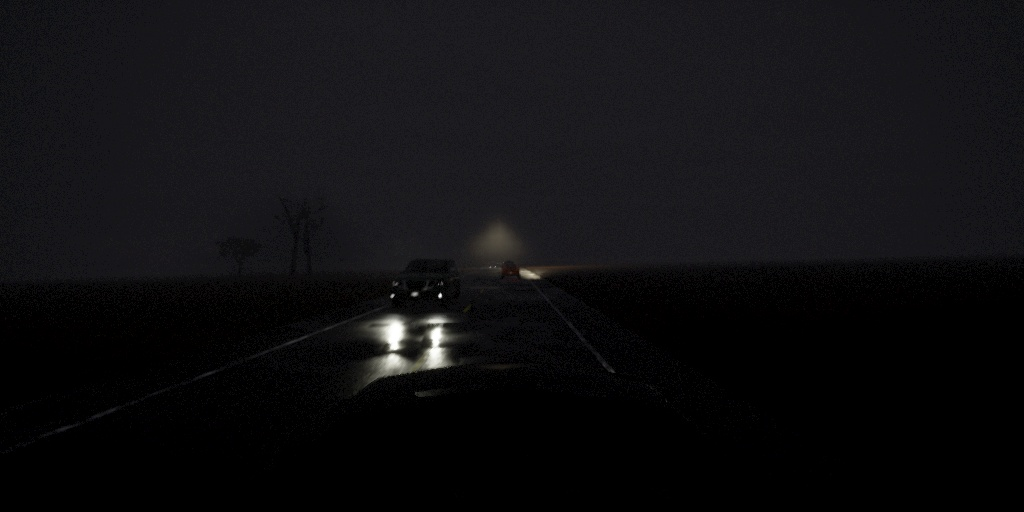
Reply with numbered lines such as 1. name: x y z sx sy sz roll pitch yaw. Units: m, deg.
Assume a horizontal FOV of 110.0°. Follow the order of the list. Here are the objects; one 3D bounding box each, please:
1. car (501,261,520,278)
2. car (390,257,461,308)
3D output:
1. car: -0.134 1.493 37.473 1.882 1.535 5.008 0 0 -1
2. car: -3.640 1.083 16.144 2.150 2.045 5.566 0 0 0
